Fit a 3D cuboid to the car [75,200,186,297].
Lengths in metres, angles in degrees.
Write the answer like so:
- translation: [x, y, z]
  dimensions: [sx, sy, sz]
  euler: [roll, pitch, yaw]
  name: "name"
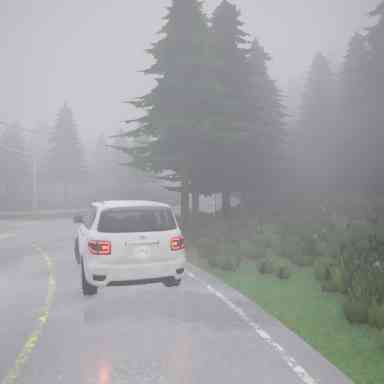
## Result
- translation: [-1.895, 1.222, 8.972]
  dimensions: [2.150, 2.045, 5.566]
  euler: [0, 0, -20]
  name: "car"
